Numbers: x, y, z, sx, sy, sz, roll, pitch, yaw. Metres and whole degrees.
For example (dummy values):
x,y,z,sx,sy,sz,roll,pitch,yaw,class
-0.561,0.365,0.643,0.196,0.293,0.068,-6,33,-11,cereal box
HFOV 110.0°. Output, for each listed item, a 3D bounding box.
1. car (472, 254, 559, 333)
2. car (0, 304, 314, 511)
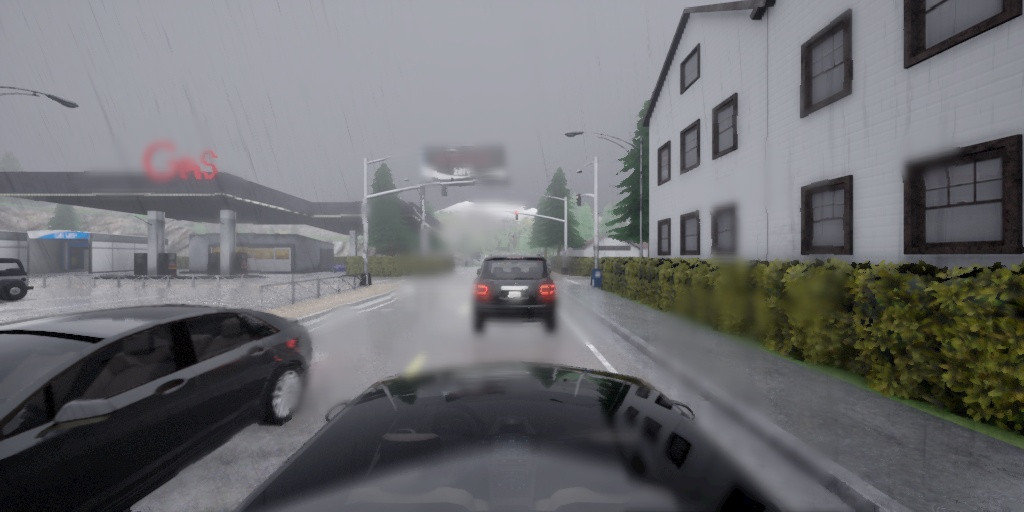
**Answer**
x,y,z,sx,sy,sz,roll,pitch,yaw,class
0.085,0.971,10.829,2.150,2.045,5.566,0,0,0,car
-3.592,1.254,2.911,1.837,1.490,4.892,0,0,0,car
